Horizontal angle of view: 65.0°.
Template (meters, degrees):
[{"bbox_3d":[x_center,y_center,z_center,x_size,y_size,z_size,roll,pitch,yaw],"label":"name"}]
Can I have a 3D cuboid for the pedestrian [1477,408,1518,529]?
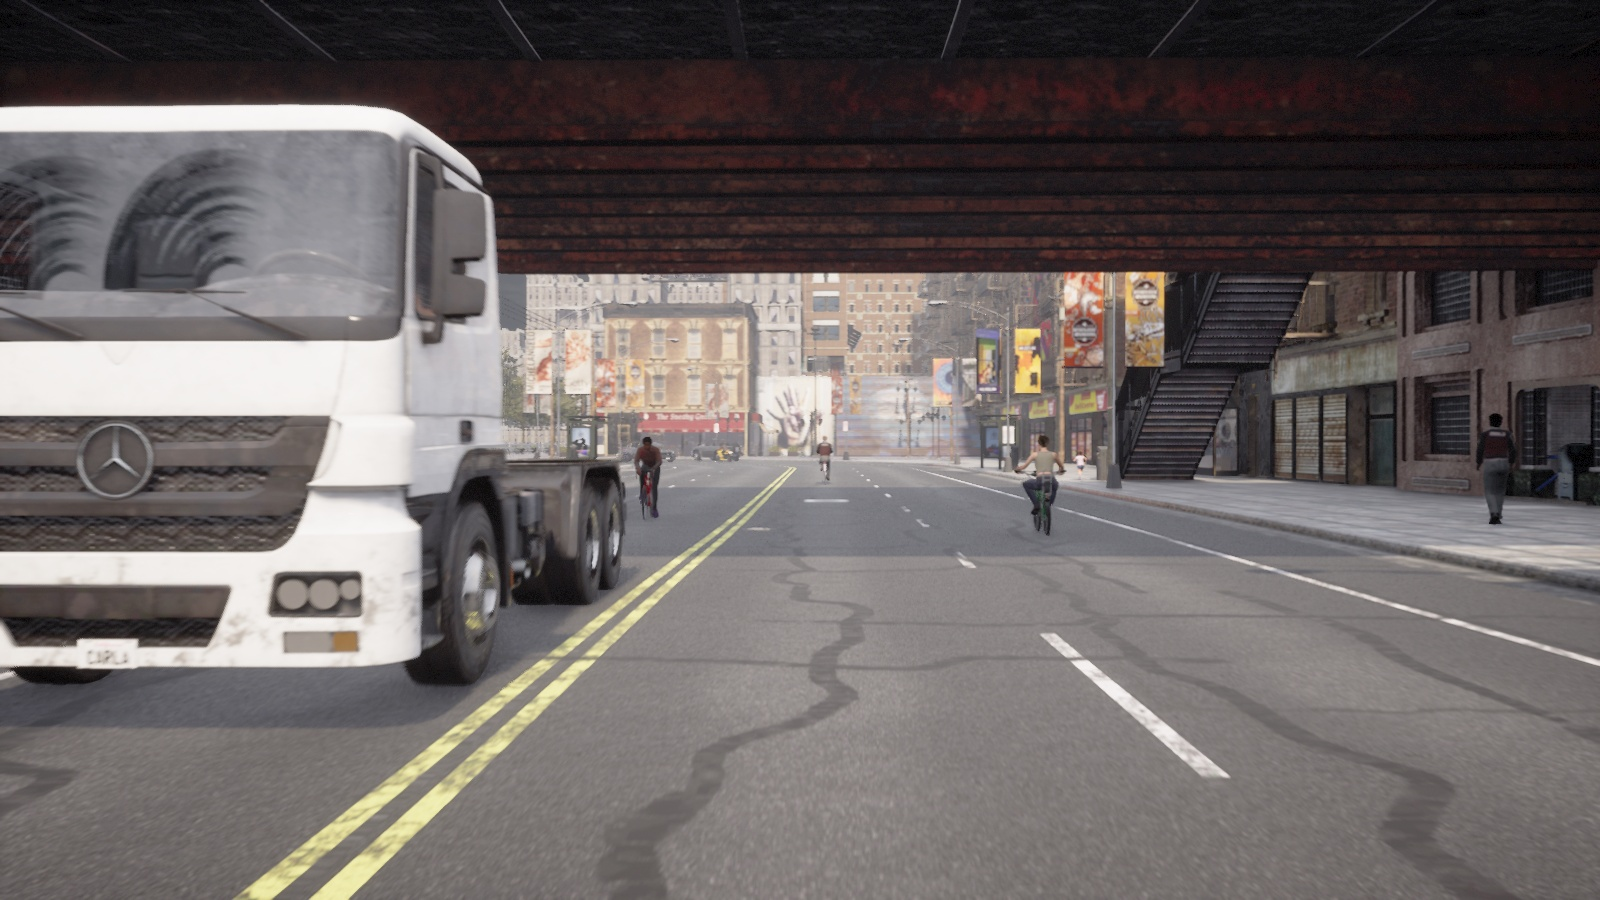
[{"bbox_3d":[11.365,0.298,20.471,0.402,1.930,0.666,0,0,12],"label":"pedestrian"}]

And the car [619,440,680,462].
[{"bbox_3d":[-11.598,0.036,96.699,4.611,1.667,2.242,0,0,45],"label":"car"}]

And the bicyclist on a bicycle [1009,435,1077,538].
[{"bbox_3d":[3.944,0.571,20.507,0.866,1.612,1.509,0,0,2],"label":"bicyclist on a bicycle"}]

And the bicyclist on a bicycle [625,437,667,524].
[{"bbox_3d":[-2.967,0.560,24.331,0.582,1.620,1.656,0,1,1],"label":"bicyclist on a bicycle"}]

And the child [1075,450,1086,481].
[{"bbox_3d":[9.922,0.541,44.473,0.255,1.110,0.394,0,0,-9],"label":"child"}]

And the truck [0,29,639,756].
[{"bbox_3d":[-3.316,-0.295,9.975,2.891,3.462,7.936,0,0,1],"label":"truck"}]
